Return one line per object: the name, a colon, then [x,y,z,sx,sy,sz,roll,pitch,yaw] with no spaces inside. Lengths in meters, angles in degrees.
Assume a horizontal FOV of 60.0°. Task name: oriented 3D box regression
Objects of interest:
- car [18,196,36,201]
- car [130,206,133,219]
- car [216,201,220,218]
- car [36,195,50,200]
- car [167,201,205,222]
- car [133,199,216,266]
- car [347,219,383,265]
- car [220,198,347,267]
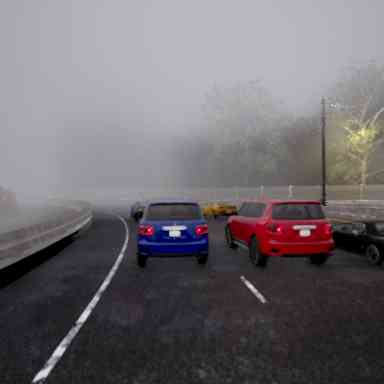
car: [-41.946,1.810,83.707,4.718,1.301,1.895,0,0,37]
car: [-4.104,1.569,27.991,2.128,1.511,4.902,0,0,-15]
car: [2.405,1.536,30.637,1.882,1.535,5.008,0,0,-16]
car: [-39.766,1.566,86.446,4.553,1.767,2.097,0,0,37]
car: [-0.632,1.557,28.550,2.128,1.511,4.902,0,0,-15]
car: [-0.790,1.250,11.853,2.150,2.045,5.566,0,0,-7]
car: [6.259,1.603,11.613,1.895,1.301,4.718,0,0,-6]
car: [2.747,1.234,11.715,2.150,2.045,5.566,0,-1,-7]
